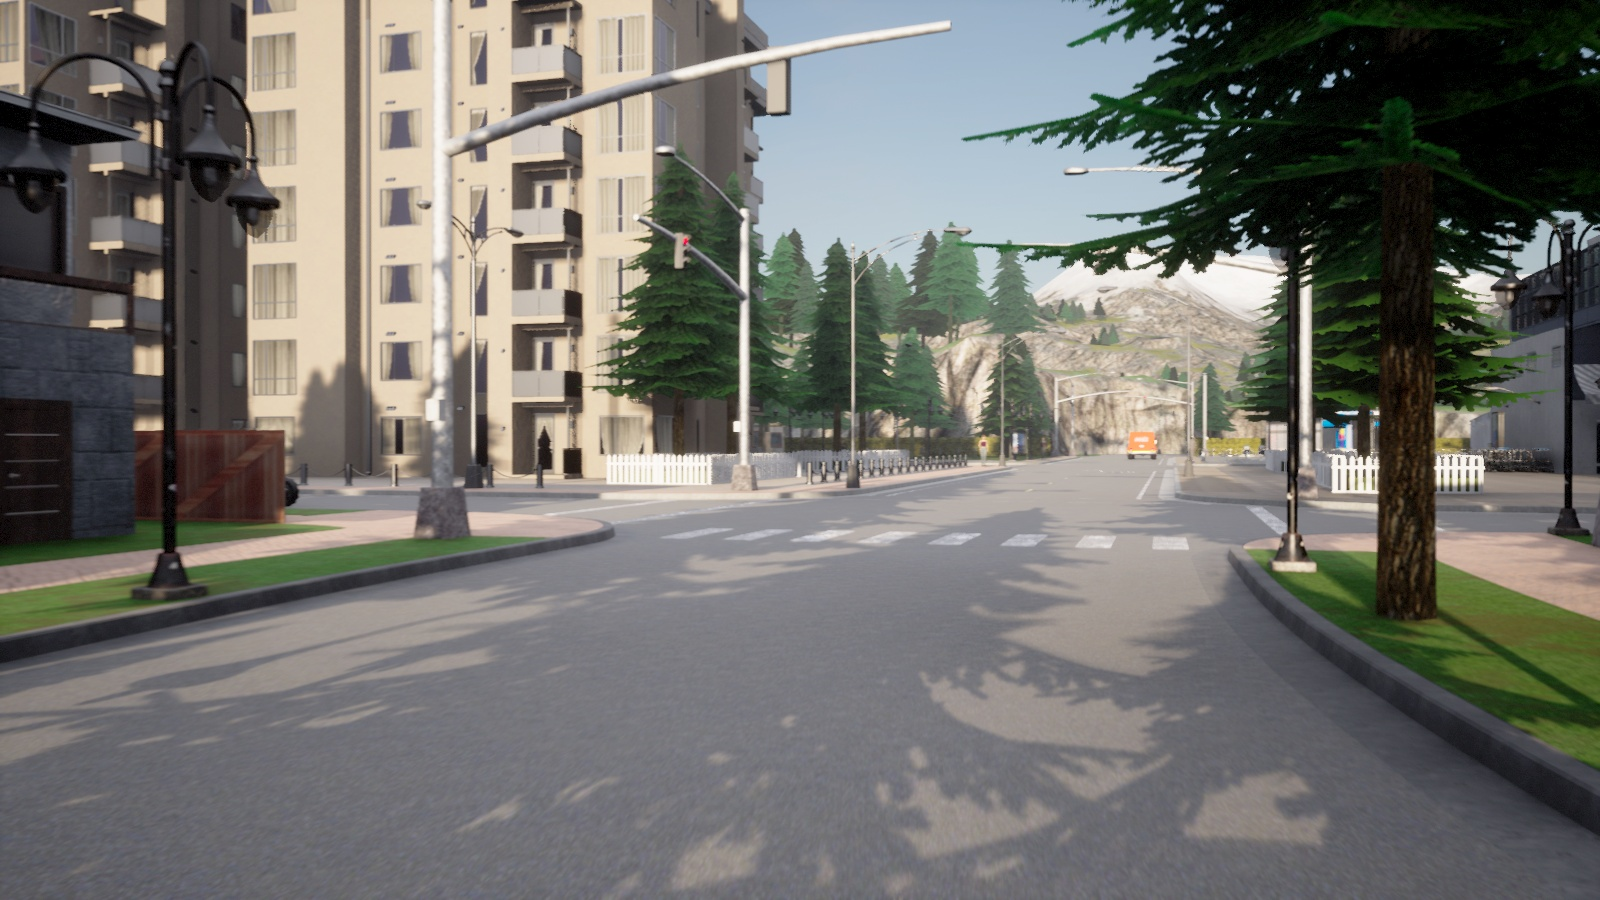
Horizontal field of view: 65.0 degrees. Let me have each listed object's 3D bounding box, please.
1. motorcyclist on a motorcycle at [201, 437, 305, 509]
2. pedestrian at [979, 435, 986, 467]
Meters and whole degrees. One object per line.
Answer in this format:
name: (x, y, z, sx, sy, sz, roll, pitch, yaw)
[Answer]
motorcyclist on a motorcycle: (-12.958, 0.529, 29.752, 2.350, 1.649, 0.766, 0, 0, 18)
pedestrian: (10.312, 0.050, 71.001, 0.345, 1.836, 0.594, 0, 0, 6)
